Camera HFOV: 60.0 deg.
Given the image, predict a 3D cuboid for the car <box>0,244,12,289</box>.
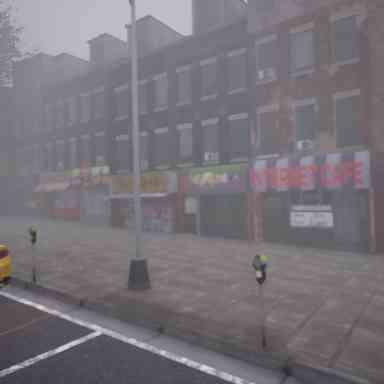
[{"bbox_3d":[-6.105,1.439,7.625,5.008,1.535,1.882,0,0,35],"label":"car"}]
